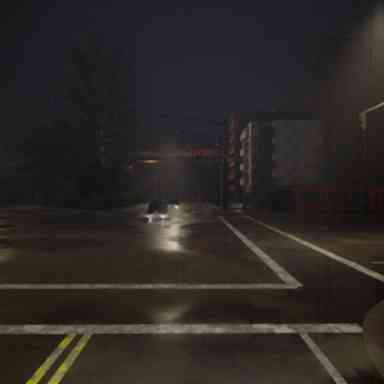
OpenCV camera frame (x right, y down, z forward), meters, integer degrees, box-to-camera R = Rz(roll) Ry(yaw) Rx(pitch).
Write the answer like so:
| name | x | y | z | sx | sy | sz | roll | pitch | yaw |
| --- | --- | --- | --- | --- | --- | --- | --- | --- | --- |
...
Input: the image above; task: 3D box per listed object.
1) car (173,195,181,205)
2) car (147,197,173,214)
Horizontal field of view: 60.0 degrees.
| name | x | y | z | sx | sy | sz | roll | pitch | yaw |
| --- | --- | --- | --- | --- | --- | --- | --- | --- | --- |
| car | -3.483 | 1.541 | 59.650 | 1.895 | 1.301 | 4.718 | 0 | 0 | 0 |
| car | -3.490 | 1.534 | 34.873 | 2.033 | 1.411 | 5.357 | 0 | 0 | 0 |
